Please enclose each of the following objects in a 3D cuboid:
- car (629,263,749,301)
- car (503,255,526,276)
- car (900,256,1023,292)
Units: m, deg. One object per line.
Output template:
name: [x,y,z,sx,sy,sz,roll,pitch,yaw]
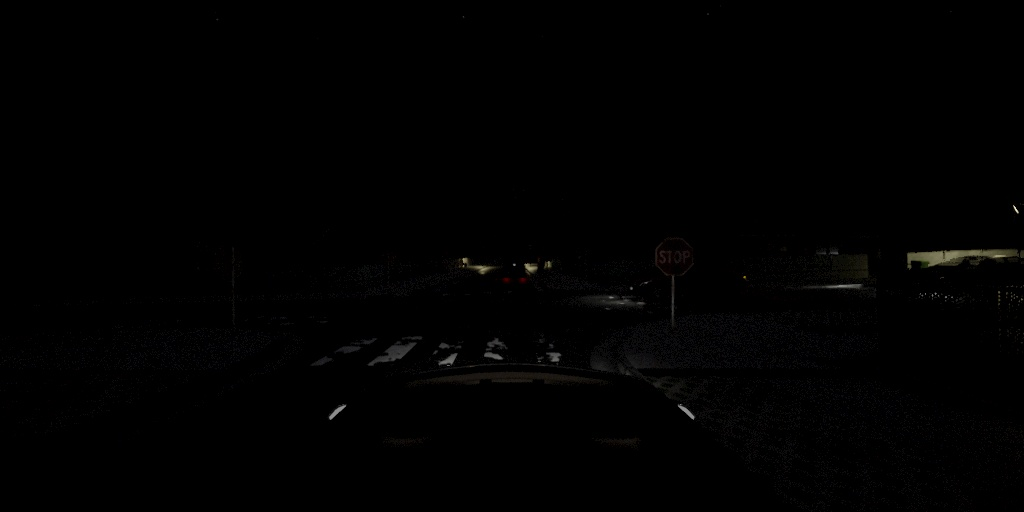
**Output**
car: [7.345,1.016,15.066,4.674,1.442,1.812,-2,0,0]
car: [0.229,0.944,37.329,2.150,2.045,5.566,0,0,0]
car: [19.797,0.694,15.111,5.357,1.411,2.033,-2,0,0]
